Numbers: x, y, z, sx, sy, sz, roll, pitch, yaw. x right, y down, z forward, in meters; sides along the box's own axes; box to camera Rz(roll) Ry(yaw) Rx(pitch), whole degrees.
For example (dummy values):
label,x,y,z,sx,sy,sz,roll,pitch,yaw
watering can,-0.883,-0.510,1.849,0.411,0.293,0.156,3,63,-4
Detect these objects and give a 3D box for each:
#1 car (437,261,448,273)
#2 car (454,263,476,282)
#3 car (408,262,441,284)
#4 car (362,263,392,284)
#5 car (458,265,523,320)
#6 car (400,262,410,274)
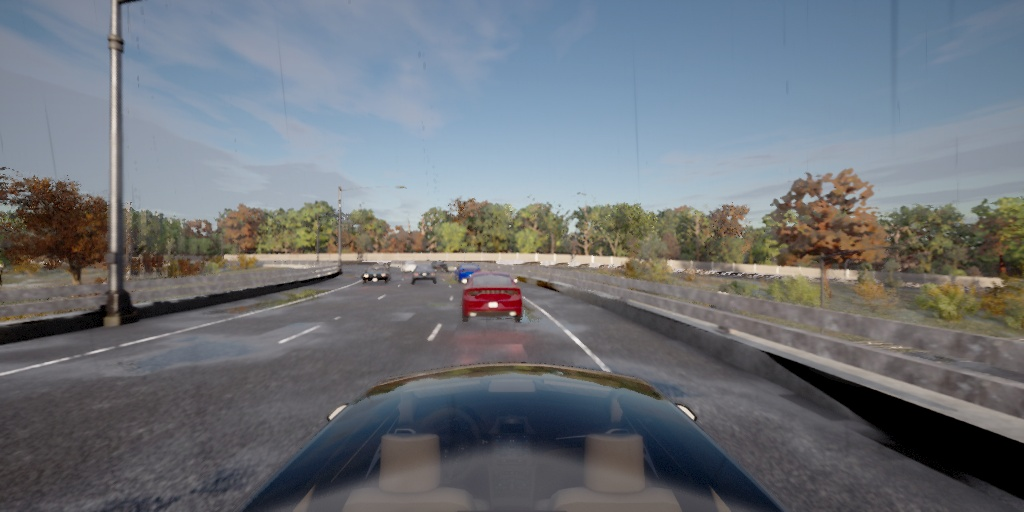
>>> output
label,x,y,z,sx,sy,sz,roll,pitch,yaw
car,-9.612,1.436,46.700,1.837,1.490,4.892,0,0,-23
car,-3.678,1.330,29.613,1.882,1.535,5.008,0,0,-14
car,-7.067,1.413,28.901,2.033,1.411,5.357,0,0,-14
car,-10.760,1.482,28.787,1.895,1.301,4.718,0,0,-15
car,-0.758,1.265,12.843,1.882,1.535,5.008,0,0,-5
car,-13.101,1.471,45.967,1.812,1.442,4.674,0,0,-24
